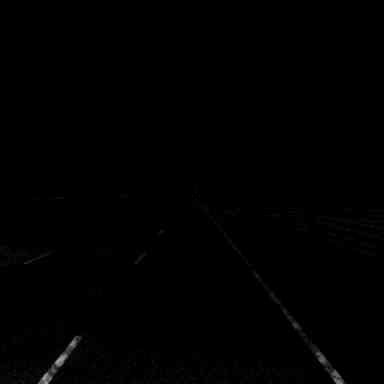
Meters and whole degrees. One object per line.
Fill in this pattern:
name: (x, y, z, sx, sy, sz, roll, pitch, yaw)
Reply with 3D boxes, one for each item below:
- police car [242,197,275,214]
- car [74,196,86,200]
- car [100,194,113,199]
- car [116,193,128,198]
police car: (6.966, 1.404, 35.655, 1.930, 1.638, 5.238, -3, 0, -14)
car: (-27.985, 1.693, 83.364, 1.812, 1.442, 4.674, 0, 0, 0)
car: (-20.985, 1.694, 83.668, 1.812, 1.442, 4.674, 0, 0, 0)
car: (-17.485, 1.395, 83.638, 2.150, 2.045, 5.566, 0, 0, 0)
